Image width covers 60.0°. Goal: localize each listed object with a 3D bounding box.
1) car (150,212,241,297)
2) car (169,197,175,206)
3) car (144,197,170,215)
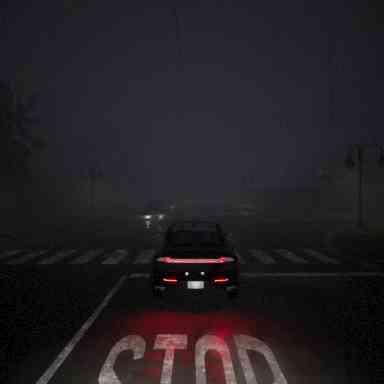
[{"bbox_3d":[0.066,1.491,8.534,2.128,1.511,4.902,0,0,0],"label":"car"},{"bbox_3d":[-3.711,1.547,53.925,2.033,1.411,5.357,0,0,0],"label":"car"},{"bbox_3d":[-3.695,1.547,34.320,2.033,1.411,5.357,0,0,0],"label":"car"}]
